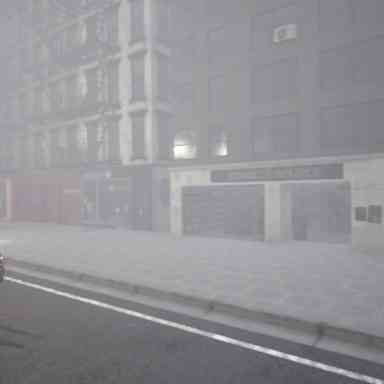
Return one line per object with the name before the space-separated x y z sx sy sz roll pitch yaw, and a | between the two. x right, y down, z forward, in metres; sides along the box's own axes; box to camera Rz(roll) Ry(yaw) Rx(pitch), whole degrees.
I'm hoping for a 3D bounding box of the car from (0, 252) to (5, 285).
car | -6.289 1.604 7.998 4.674 1.442 1.812 -1 0 35
